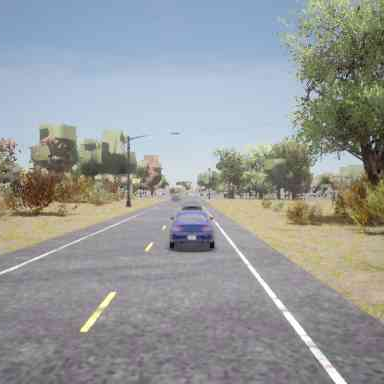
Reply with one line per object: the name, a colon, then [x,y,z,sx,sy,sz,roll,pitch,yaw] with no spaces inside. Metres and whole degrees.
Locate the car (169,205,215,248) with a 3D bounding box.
car: [0.000,1.532,14.651,1.812,1.442,4.674,0,0,0]

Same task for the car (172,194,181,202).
car: [-3.500,1.354,75.964,2.097,1.767,4.553,0,0,0]

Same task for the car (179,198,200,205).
car: [0.000,1.516,29.651,1.837,1.490,4.892,0,0,0]
